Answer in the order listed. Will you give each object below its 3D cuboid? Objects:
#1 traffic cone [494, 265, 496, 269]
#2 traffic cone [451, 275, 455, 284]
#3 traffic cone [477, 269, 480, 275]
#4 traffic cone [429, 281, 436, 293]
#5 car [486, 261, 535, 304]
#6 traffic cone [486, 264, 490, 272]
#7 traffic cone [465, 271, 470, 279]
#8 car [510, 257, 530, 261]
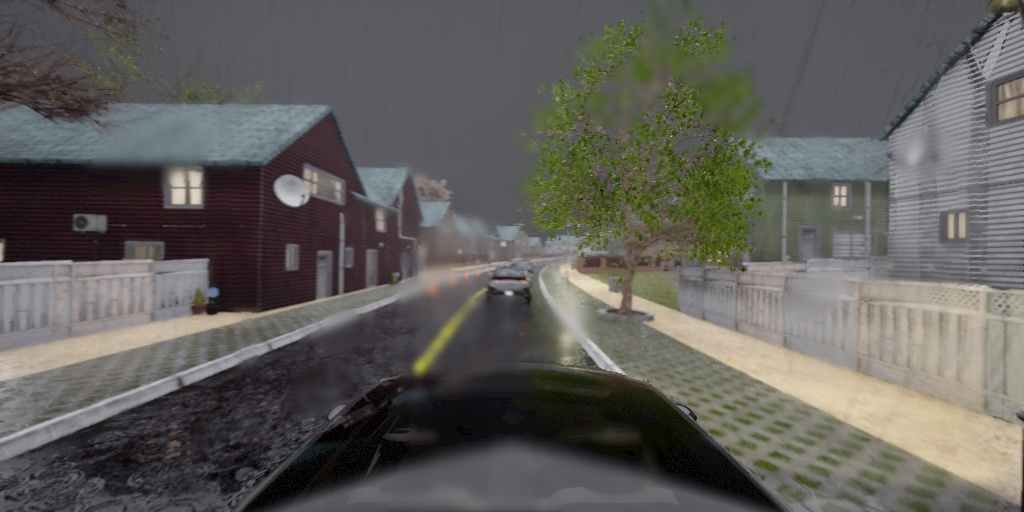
[{"bbox_3d":[-2.037,1.408,43.537,0.340,0.580,0.340,0,0,8],"label":"traffic cone"},{"bbox_3d":[-3.858,1.539,23.420,0.340,0.580,0.340,0,0,3],"label":"traffic cone"},{"bbox_3d":[-3.157,1.482,33.498,0.340,0.580,0.340,0,0,5],"label":"traffic cone"},{"bbox_3d":[-4.051,1.568,18.371,0.340,0.580,0.340,0,0,2],"label":"traffic cone"},{"bbox_3d":[-0.071,1.188,16.001,2.128,1.511,4.902,1,0,1],"label":"car"},{"bbox_3d":[-2.649,1.448,38.524,0.340,0.580,0.340,0,0,6],"label":"traffic cone"},{"bbox_3d":[-3.560,1.511,28.462,0.340,0.580,0.340,0,0,4],"label":"traffic cone"},{"bbox_3d":[1.333,1.108,38.124,2.033,1.411,5.357,1,1,6],"label":"car"}]
